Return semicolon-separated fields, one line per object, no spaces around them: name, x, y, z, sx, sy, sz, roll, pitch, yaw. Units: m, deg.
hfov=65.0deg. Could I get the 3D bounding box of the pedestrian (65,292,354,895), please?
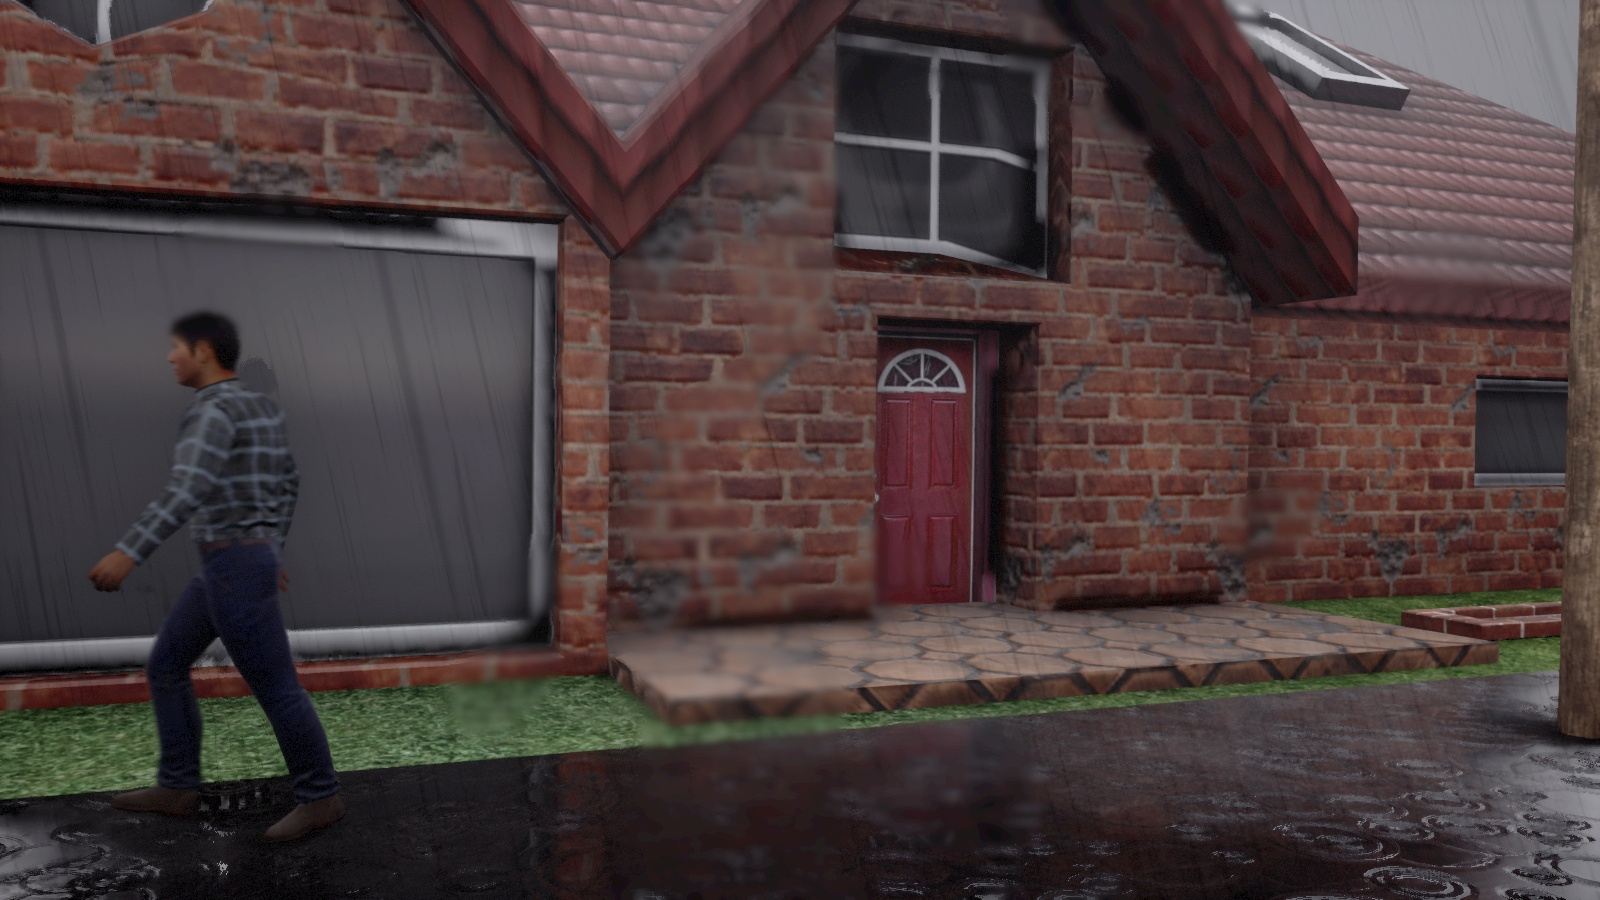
pedestrian;-2.003;0.459;4.333;0.788;1.949;0.423;-1;1;-11
